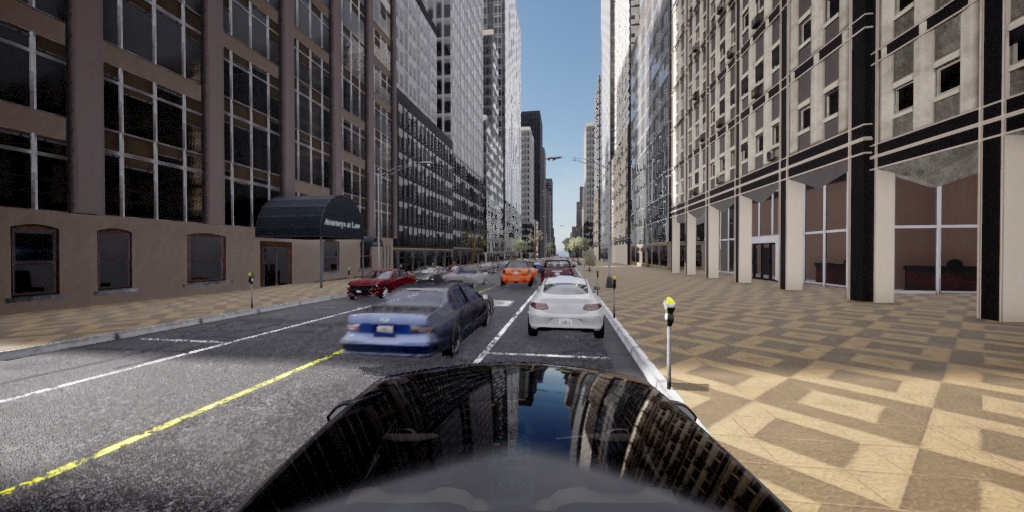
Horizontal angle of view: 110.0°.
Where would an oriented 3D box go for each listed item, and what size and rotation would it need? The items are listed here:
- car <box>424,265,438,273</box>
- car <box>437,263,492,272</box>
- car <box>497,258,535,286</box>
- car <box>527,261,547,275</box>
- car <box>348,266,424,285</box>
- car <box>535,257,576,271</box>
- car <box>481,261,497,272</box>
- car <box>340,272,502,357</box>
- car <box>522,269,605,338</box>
[{"bbox_3d":[-5.435,1.296,23.321,2.007,1.370,4.403,0,0,9],"label":"car"},{"bbox_3d":[-2.880,1.347,22.875,1.895,1.301,4.718,0,0,9],"label":"car"},{"bbox_3d":[0.598,1.097,25.146,2.097,1.767,4.553,0,0,9],"label":"car"},{"bbox_3d":[2.843,1.268,39.374,1.812,1.442,4.674,0,0,9],"label":"car"},{"bbox_3d":[-6.281,1.292,17.701,1.888,1.381,4.507,0,0,9],"label":"car"},{"bbox_3d":[2.853,1.060,22.071,2.192,1.841,5.009,0,0,9],"label":"car"},{"bbox_3d":[-2.891,1.293,40.182,2.007,1.370,4.403,0,0,9],"label":"car"},{"bbox_3d":[-1.794,1.296,8.623,2.033,1.411,5.357,0,0,9],"label":"car"},{"bbox_3d":[1.514,1.274,10.116,1.812,1.442,4.674,0,0,9],"label":"car"}]
